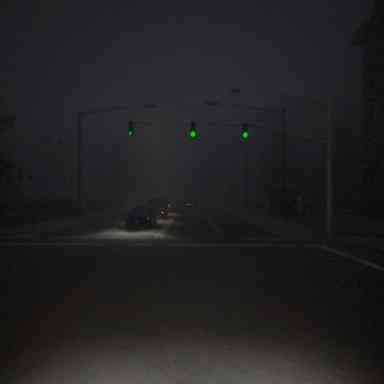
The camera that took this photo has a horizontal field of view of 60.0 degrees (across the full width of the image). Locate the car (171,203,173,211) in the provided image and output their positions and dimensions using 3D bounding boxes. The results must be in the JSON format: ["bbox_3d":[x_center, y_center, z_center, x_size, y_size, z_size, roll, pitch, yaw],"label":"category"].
[{"bbox_3d":[-3.796,1.826,45.252,2.097,1.767,4.553,0,-1,0],"label":"car"}]

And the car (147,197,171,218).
[{"bbox_3d":[-3.739,1.596,34.923,2.150,2.045,5.566,0,-1,0],"label":"car"}]

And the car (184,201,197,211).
[{"bbox_3d":[-0.247,2.045,50.845,2.128,1.511,4.902,0,-1,0],"label":"car"}]

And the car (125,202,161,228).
[{"bbox_3d":[-3.702,1.755,24.783,1.882,1.535,5.008,0,-1,0],"label":"car"}]
